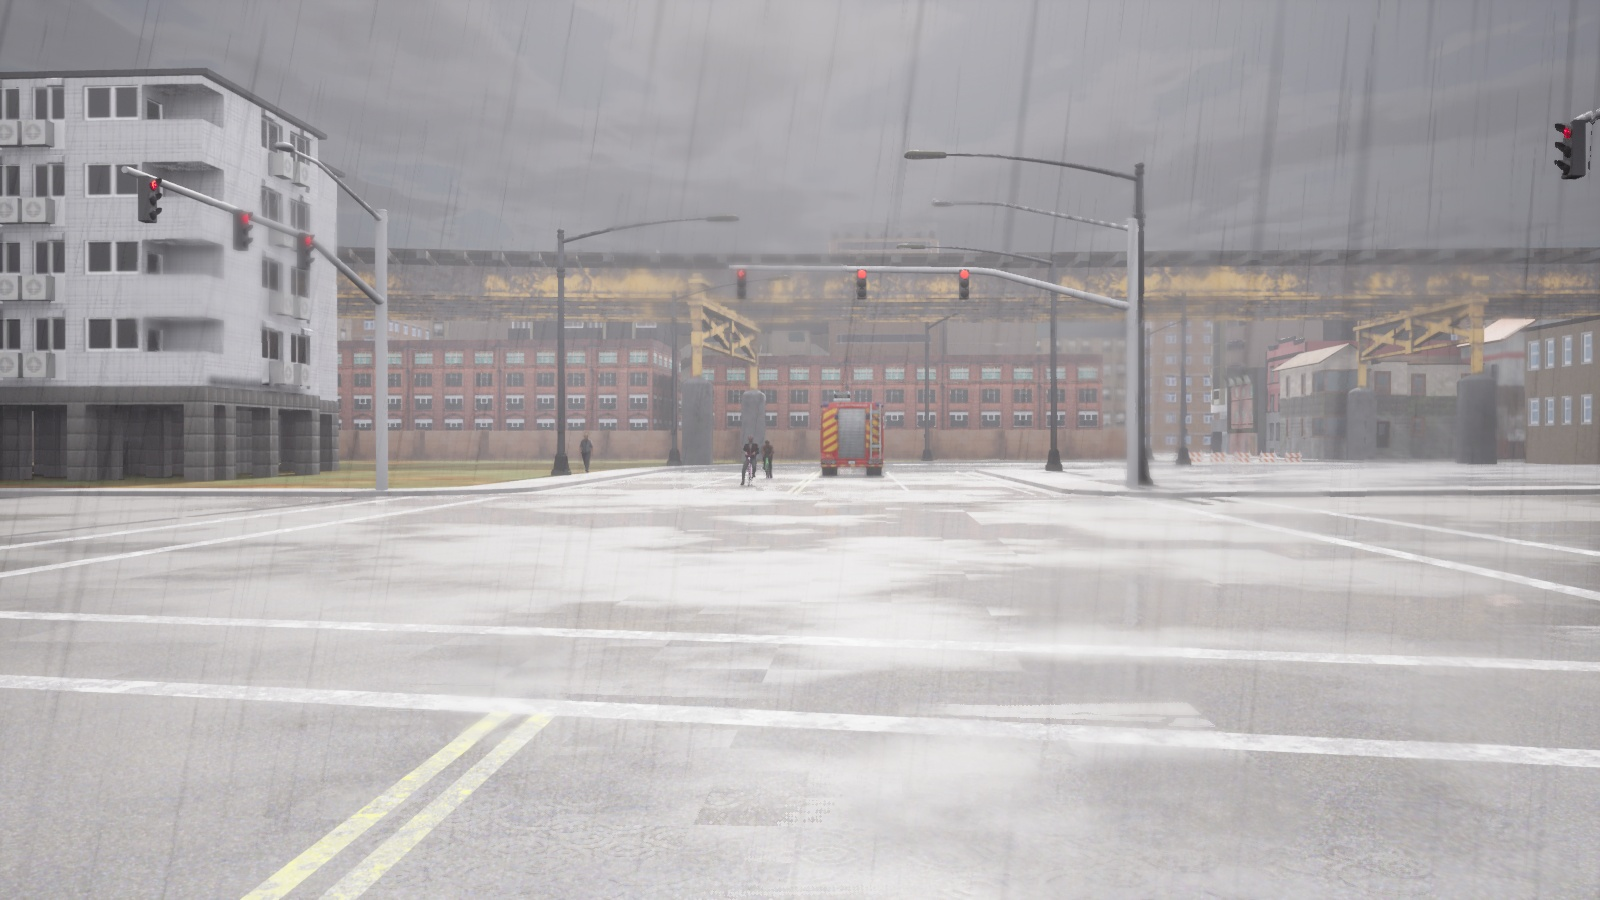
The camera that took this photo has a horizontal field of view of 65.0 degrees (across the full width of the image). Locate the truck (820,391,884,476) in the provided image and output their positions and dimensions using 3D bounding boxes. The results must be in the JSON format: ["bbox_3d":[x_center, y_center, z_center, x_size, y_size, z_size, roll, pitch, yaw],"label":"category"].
[{"bbox_3d":[2.529,-0.761,61.026,2.891,3.827,8.468,0,0,3],"label":"truck"}]

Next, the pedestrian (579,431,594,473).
[{"bbox_3d":[-9.542,0.086,56.214,0.540,1.848,0.694,0,0,0],"label":"pedestrian"}]
